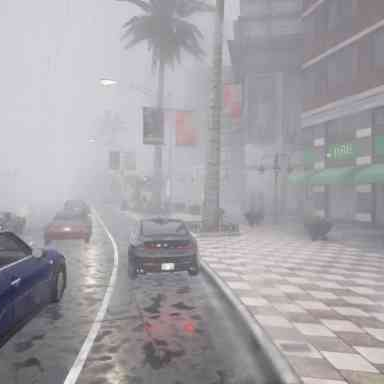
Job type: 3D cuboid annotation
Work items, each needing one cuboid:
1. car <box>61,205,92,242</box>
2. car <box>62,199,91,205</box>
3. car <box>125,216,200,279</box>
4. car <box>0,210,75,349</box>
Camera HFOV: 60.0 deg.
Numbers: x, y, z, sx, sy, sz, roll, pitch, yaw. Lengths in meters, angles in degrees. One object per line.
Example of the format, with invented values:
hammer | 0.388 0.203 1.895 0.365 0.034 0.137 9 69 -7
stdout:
car | -5.899 1.559 16.156 1.994 1.385 4.181 0 0 -16
car | -9.044 1.344 25.973 2.097 1.767 4.553 0 0 -18
car | -1.037 1.503 10.202 1.837 1.490 4.892 0 0 -11
car | -3.561 1.349 5.210 2.097 1.767 4.553 0 0 -5
